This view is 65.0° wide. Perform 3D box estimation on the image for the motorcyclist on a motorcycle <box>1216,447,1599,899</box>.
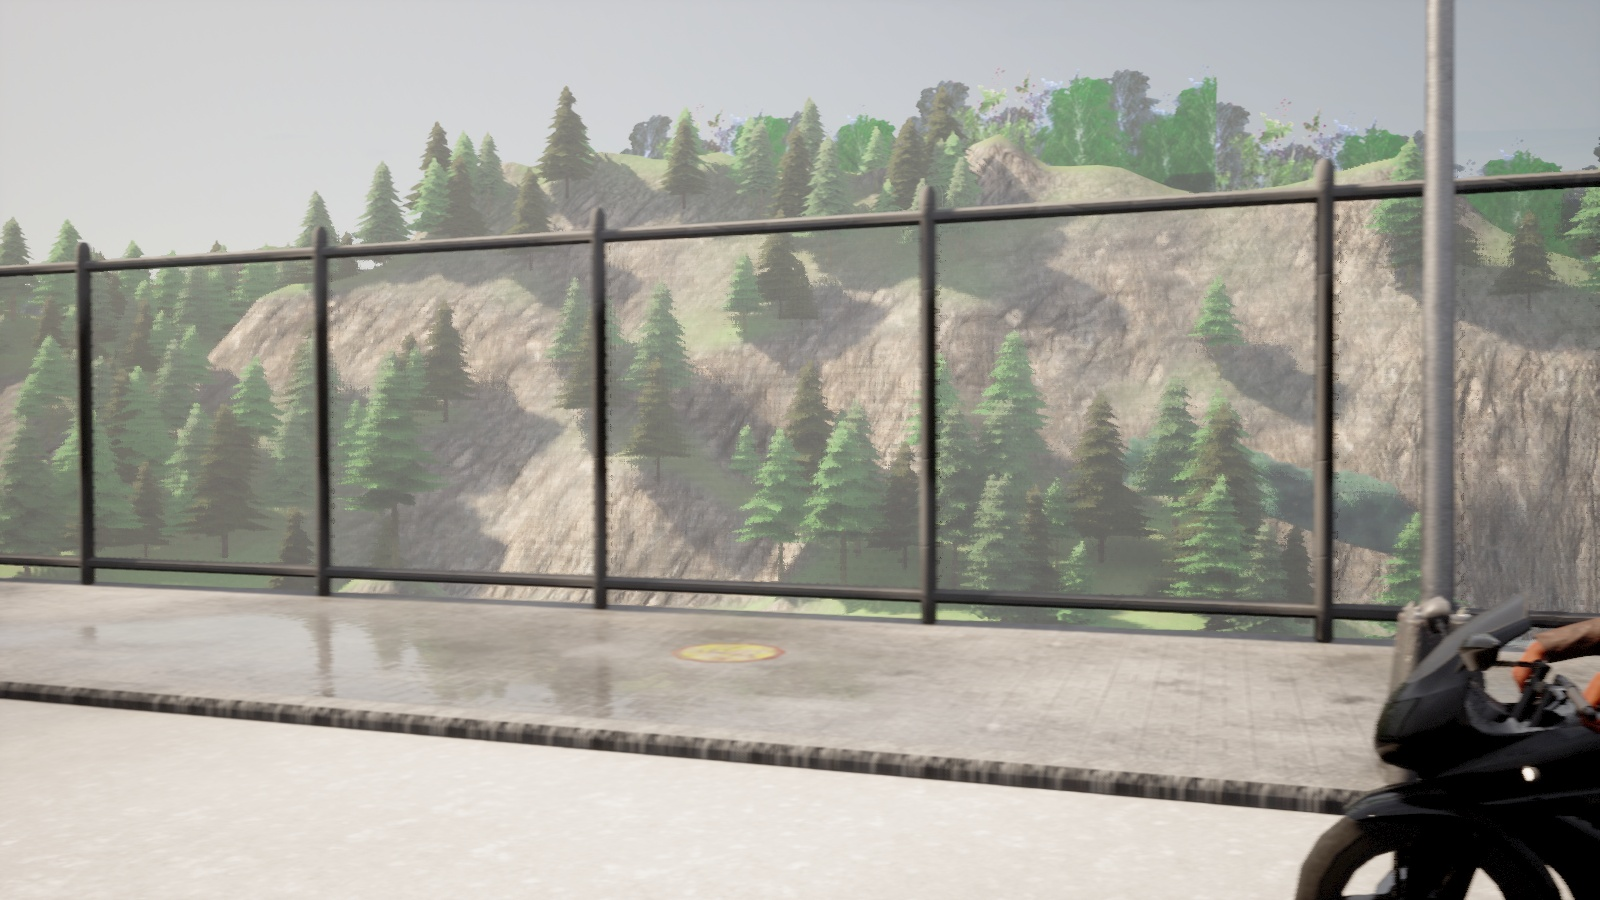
[{"bbox_3d":[2.082,0.768,3.020,2.044,1.523,0.797,1,1,19],"label":"motorcyclist on a motorcycle"}]
